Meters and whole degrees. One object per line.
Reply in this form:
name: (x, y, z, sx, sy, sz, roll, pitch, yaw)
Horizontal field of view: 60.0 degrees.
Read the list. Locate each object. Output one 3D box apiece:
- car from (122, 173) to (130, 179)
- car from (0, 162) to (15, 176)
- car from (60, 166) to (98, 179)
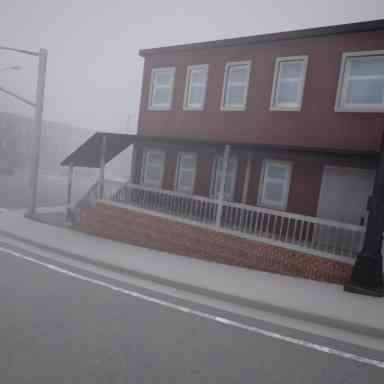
car: (-8.033, -2.463, 50.250, 2.033, 1.411, 5.357, 10, 6, 36)
car: (-20.189, -2.459, 33.460, 1.994, 1.385, 4.181, 10, 6, 35)
car: (-14.141, -2.513, 41.820, 1.837, 1.490, 4.892, 10, 6, 35)
